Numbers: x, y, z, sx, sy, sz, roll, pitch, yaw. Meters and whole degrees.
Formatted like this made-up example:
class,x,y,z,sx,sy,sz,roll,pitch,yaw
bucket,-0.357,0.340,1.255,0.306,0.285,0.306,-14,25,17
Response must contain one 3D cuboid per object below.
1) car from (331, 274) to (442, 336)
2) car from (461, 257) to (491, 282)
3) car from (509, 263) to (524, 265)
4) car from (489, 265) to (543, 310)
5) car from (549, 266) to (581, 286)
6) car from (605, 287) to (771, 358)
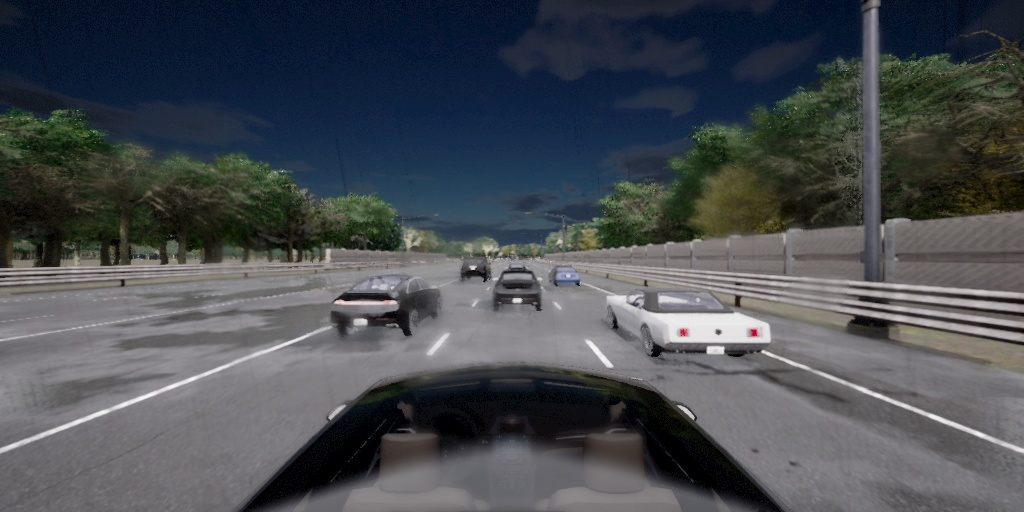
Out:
class,x,y,z,sx,sy,sz,roll,pitch,yaw
car,-3.338,1.277,10.433,2.128,1.511,4.902,0,0,1
car,-3.074,1.108,31.184,2.150,2.045,5.566,0,0,1
car,0.434,1.386,31.991,2.128,1.511,4.902,0,0,1
car,0.231,1.315,15.035,1.837,1.490,4.892,0,0,1
car,3.863,1.419,26.825,2.033,1.411,5.357,0,0,1
car,3.632,1.384,8.540,1.895,1.301,4.718,0,0,1
